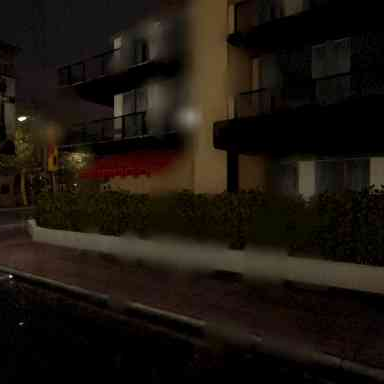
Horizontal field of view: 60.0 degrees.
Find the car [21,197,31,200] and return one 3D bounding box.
[{"bbox_3d":[-35.606,1.481,67.647,4.892,1.521,2.231,0,0,36],"label":"car"}]
